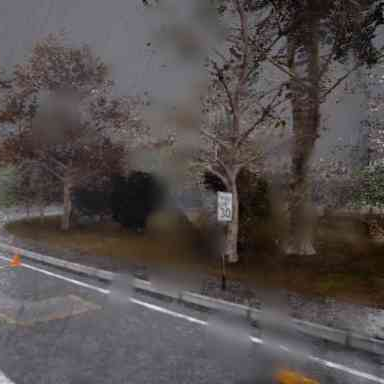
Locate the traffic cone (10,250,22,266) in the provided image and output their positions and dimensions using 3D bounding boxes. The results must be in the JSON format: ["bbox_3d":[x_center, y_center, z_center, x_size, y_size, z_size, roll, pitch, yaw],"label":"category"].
[{"bbox_3d":[-6.598,2.463,12.482,0.340,0.580,0.340,-1,-4,42],"label":"traffic cone"}]

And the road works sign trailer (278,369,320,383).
[{"bbox_3d":[2.046,0.661,2.718,2.880,3.560,2.380,-1,-4,42],"label":"road works sign trailer"}]
